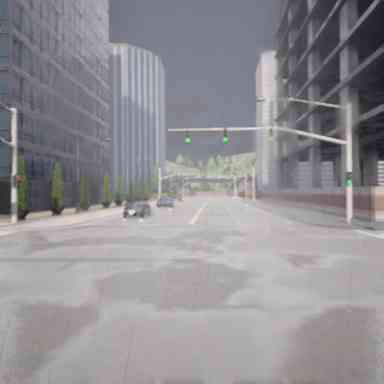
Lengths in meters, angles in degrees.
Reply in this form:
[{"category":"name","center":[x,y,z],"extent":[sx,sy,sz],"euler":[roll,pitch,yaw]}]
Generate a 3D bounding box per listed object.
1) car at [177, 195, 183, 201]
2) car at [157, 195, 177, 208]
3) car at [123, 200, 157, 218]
[{"category":"car","center":[-2.771,1.238,63.851],"extent":[1.812,1.442,4.674],"euler":[0,0,4]},{"category":"car","center":[-3.842,1.413,48.254],"extent":[2.097,1.767,4.553],"euler":[0,0,4]},{"category":"car","center":[-4.993,1.553,30.710],"extent":[2.128,1.511,4.902],"euler":[0,0,4]}]
